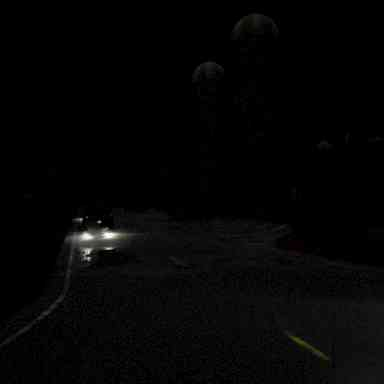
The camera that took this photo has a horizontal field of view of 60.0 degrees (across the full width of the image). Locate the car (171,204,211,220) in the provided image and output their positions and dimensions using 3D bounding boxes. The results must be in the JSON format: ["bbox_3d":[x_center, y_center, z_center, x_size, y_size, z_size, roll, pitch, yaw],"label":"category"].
[{"bbox_3d":[-0.140,2.083,34.823,3.988,1.617,1.851,-1,-1,-19],"label":"car"}]

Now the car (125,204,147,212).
[{"bbox_3d":[-11.112,3.127,65.941,4.181,1.381,1.994,-1,-1,-19],"label":"car"}]

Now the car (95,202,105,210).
[{"bbox_3d":[-23.722,3.585,85.986,2.150,2.045,5.566,-1,-1,-19],"label":"car"}]

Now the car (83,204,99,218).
[{"bbox_3d":[-14.386,2.648,47.246,2.097,1.767,4.553,-1,-1,-19],"label":"car"}]

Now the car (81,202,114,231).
[{"bbox_3d":[-7.609,1.890,26.770,2.150,2.045,5.566,-1,-1,-19],"label":"car"}]

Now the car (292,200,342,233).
[{"bbox_3d":[7.454,1.410,19.617,1.905,1.878,3.866,-3,-2,40],"label":"car"}]
